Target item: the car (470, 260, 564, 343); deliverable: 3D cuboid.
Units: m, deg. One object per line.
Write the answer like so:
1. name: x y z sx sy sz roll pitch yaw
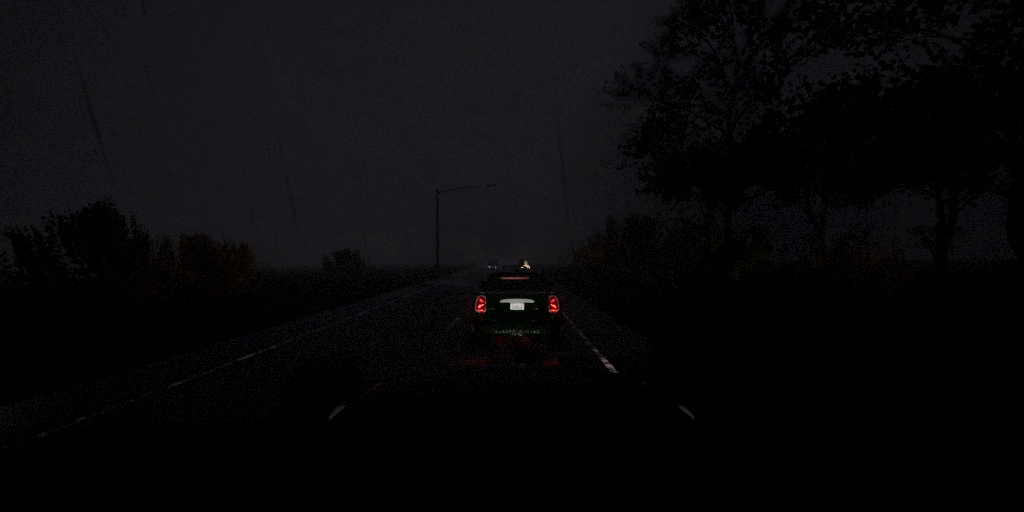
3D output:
1. car: 0.114 1.099 9.787 2.097 1.767 4.553 0 0 0

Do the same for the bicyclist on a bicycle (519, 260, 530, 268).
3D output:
1. bicyclist on a bicycle: 0.977 1.177 25.610 0.866 1.612 1.509 0 0 1
